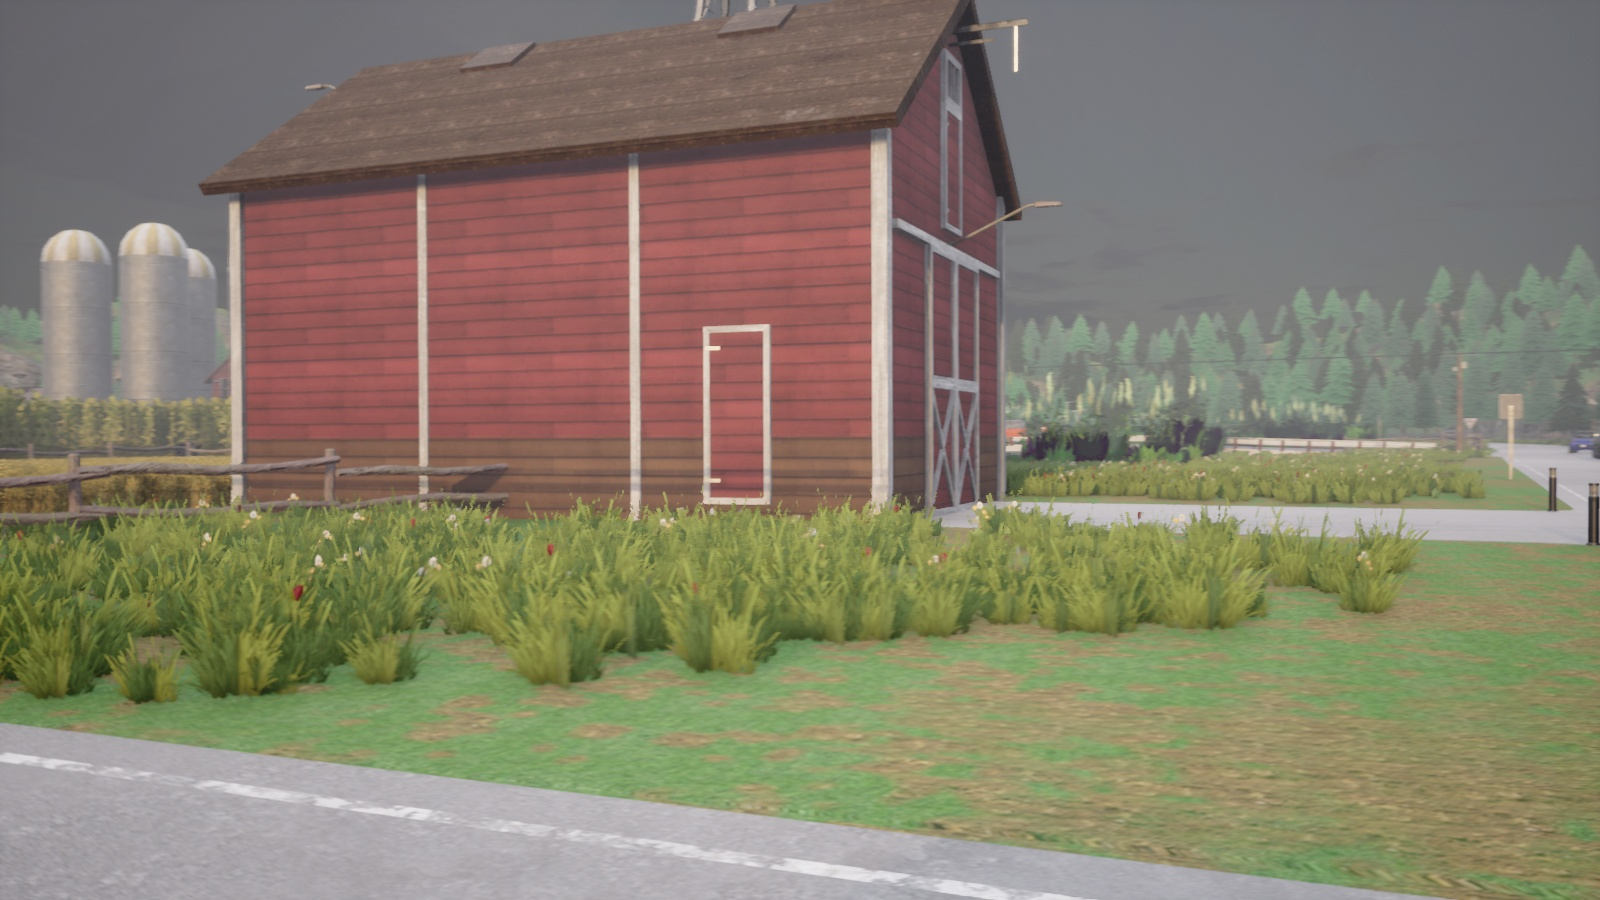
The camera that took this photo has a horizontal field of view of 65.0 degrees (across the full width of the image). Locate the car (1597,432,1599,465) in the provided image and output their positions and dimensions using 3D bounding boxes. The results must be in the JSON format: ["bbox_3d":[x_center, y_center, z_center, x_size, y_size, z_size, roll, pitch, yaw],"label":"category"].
[{"bbox_3d":[44.703,-0.071,68.329,1.932,1.855,4.605,1,1,28],"label":"car"}]
